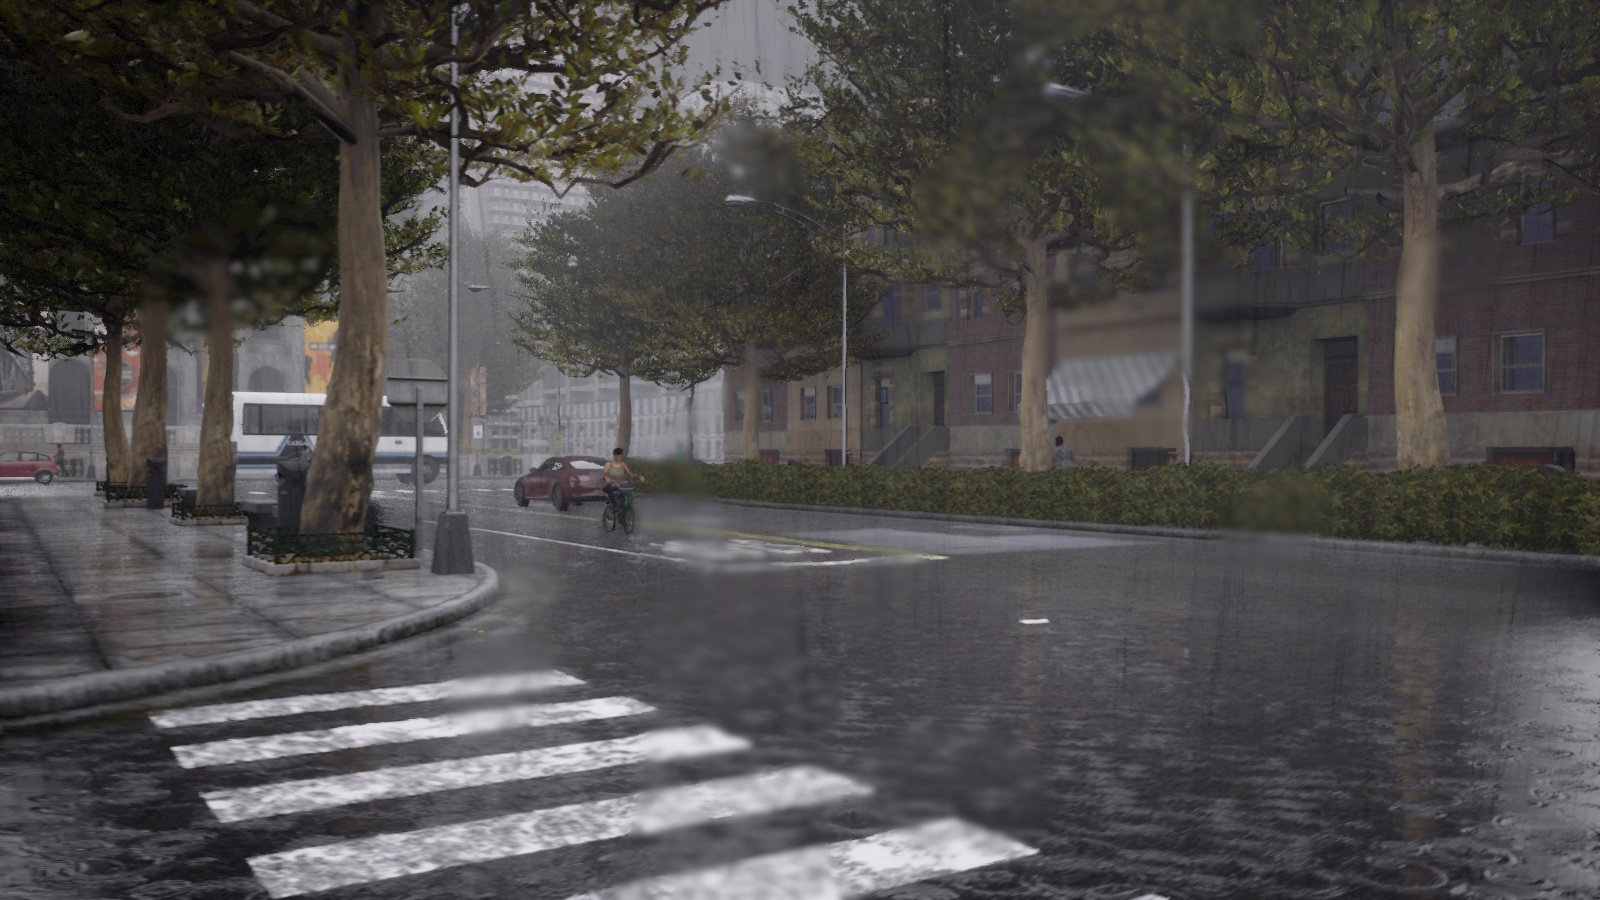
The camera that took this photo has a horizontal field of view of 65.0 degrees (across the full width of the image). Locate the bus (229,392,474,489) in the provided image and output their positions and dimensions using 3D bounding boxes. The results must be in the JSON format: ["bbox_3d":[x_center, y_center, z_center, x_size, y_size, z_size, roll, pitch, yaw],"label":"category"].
[{"bbox_3d":[-21.065,-0.391,59.328,10.273,4.253,3.944,0,0,-32],"label":"bus"}]

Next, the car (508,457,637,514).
[{"bbox_3d":[-6.295,0.903,34.328,1.812,1.442,4.674,0,0,-33],"label":"car"}]

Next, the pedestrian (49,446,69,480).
[{"bbox_3d":[-39.226,0.689,66.482,0.869,1.805,0.328,0,0,-31],"label":"pedestrian"}]

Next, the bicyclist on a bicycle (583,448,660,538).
[{"bbox_3d":[-3.319,0.770,23.264,0.866,1.612,1.509,0,0,-32],"label":"bicyclist on a bicycle"}]

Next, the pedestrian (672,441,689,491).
[{"bbox_3d":[-4.402,0.576,46.304,0.345,1.836,0.594,0,0,-38],"label":"pedestrian"}]

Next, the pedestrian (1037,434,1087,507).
[{"bbox_3d":[6.756,0.513,32.383,0.874,1.855,0.900,0,0,-32],"label":"pedestrian"}]

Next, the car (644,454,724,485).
[{"bbox_3d":[-5.980,0.968,64.780,3.705,1.549,1.789,0,0,-33],"label":"car"}]

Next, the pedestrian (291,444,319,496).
[{"bbox_3d":[-18.721,0.746,47.493,0.873,1.952,0.659,0,0,-29],"label":"pedestrian"}]

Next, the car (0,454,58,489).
[{"bbox_3d":[-36.393,0.976,57.862,3.705,1.549,1.789,0,0,-32],"label":"car"}]
